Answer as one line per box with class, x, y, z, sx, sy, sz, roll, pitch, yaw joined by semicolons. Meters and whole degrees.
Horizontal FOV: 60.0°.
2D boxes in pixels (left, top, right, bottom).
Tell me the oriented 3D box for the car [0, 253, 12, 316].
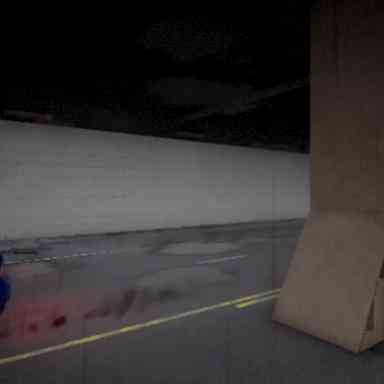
car;-5.303;1.477;4.509;5.008;1.535;1.882;0;0;-35
